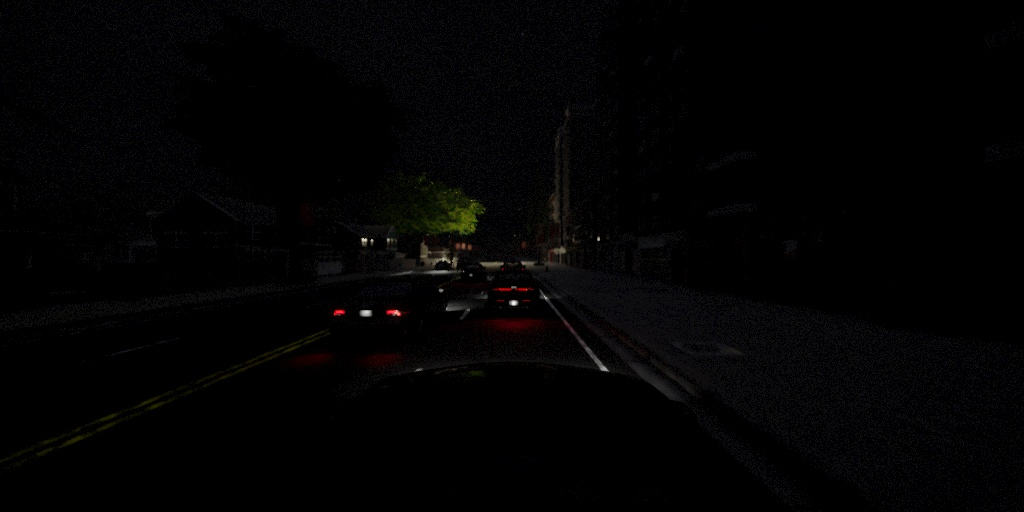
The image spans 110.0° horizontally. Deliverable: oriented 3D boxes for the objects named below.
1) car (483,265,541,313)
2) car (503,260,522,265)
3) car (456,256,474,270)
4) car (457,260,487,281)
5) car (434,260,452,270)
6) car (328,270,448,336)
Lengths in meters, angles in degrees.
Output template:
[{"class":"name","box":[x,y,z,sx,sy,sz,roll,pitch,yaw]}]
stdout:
[{"class":"car","box":[0.073,1.271,14.124,1.837,1.490,4.892,0,0,0]},{"class":"car","box":[0.070,1.134,28.823,2.097,1.767,4.553,0,0,0]},{"class":"car","box":[-6.578,1.020,51.441,2.150,2.045,5.566,0,0,0]},{"class":"car","box":[-3.172,1.311,30.122,1.812,1.442,4.674,0,0,0]},{"class":"car","box":[-9.826,1.290,51.536,2.128,1.511,4.902,0,0,0]},{"class":"car","box":[-3.205,1.309,10.412,2.033,1.411,5.357,0,0,0]}]
